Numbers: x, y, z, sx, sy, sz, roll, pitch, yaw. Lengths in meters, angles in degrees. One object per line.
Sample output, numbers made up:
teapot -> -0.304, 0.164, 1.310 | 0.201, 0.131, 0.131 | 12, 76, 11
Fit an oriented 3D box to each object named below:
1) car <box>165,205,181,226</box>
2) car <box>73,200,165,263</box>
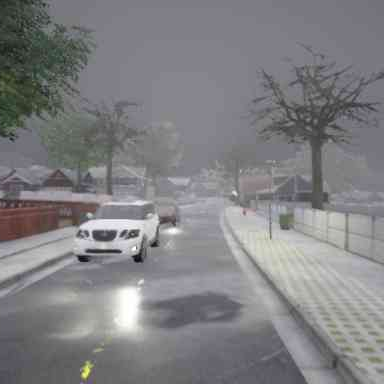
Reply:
car -> -1.958, 1.721, 25.745 | 1.882, 1.535, 5.008 | 0, -1, 4
car -> -2.572, 1.334, 12.795 | 2.150, 2.045, 5.566 | 0, -1, 2
